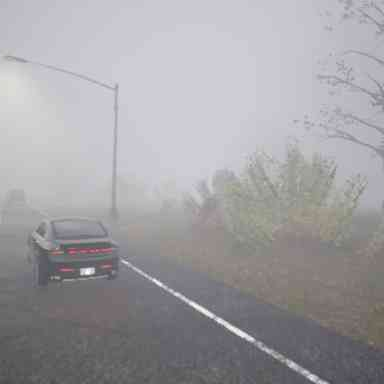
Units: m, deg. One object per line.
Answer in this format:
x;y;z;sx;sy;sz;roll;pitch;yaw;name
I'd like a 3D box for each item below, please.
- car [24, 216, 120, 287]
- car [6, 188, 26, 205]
-3.442;1.438;9.290;1.837;1.490;4.892;2;0;-30;car
-24.369;0.646;46.167;2.150;2.045;5.566;2;0;-30;car
